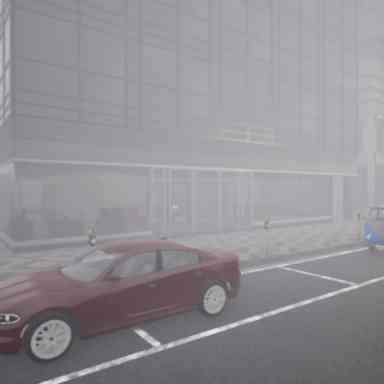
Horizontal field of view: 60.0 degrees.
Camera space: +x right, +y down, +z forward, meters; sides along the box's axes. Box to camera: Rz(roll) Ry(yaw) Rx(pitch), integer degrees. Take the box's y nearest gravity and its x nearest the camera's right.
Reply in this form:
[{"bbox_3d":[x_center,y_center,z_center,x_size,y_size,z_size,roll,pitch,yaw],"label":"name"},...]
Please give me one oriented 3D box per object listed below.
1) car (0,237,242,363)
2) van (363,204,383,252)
[{"bbox_3d":[-1.125,1.540,5.849,4.507,1.381,1.887,0,0,-35],"label":"car"},{"bbox_3d":[7.996,1.317,12.356,3.998,1.788,1.690,0,0,-35],"label":"van"}]
